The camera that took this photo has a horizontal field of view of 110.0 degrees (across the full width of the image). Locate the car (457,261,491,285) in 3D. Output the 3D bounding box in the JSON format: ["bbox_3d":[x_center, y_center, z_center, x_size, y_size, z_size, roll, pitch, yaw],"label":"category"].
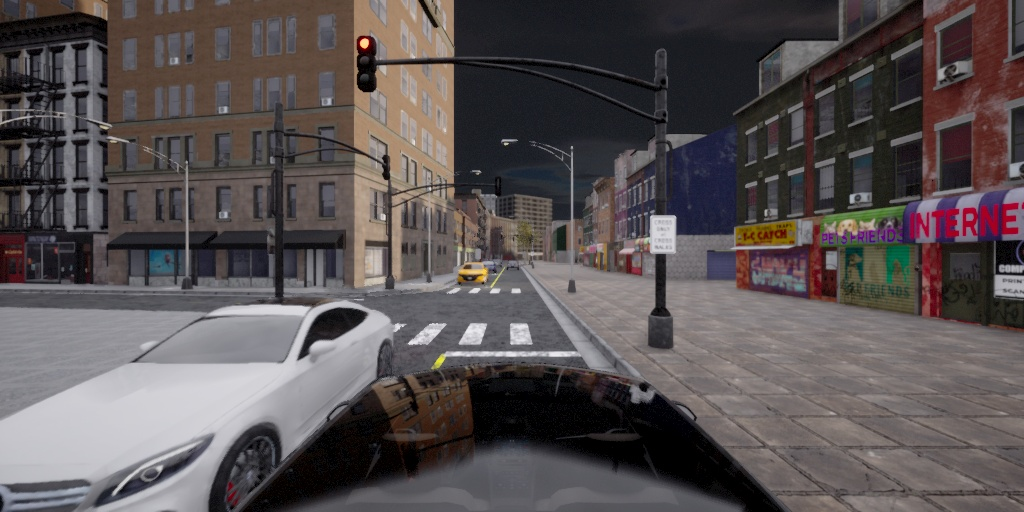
[{"bbox_3d":[-2.800,1.228,26.341,1.882,1.535,5.008,0,0,0],"label":"car"}]

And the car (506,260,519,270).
[{"bbox_3d":[0.111,1.305,52.760,2.033,1.411,5.357,0,0,0],"label":"car"}]

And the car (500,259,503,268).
[{"bbox_3d":[-2.631,1.255,61.738,2.128,1.511,4.902,0,0,1],"label":"car"}]

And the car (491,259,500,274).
[{"bbox_3d":[-2.762,1.279,41.923,1.812,1.442,4.674,0,0,0],"label":"car"}]

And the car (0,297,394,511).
[{"bbox_3d":[-2.849,1.275,4.254,1.812,1.442,4.674,0,0,0],"label":"car"}]
